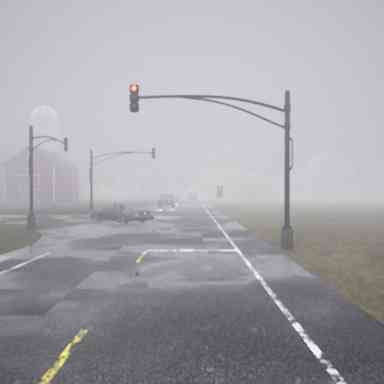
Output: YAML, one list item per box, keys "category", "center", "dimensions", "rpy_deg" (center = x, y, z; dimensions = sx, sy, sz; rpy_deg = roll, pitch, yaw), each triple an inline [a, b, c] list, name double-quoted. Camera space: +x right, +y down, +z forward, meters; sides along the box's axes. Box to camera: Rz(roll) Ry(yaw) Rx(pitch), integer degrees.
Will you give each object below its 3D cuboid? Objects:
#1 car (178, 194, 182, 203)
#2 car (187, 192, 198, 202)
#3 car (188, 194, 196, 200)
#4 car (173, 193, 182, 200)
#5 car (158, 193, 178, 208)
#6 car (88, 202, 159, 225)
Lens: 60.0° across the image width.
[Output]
- category: "car"
  center: [-3.516, 1.459, 63.257]
  dimensions: [1.994, 1.385, 4.181]
  rpy_deg: [0, 0, 0]
- category: "car"
  center: [0.046, 1.084, 74.874]
  dimensions: [2.150, 2.045, 5.566]
  rpy_deg: [0, 0, 0]
- category: "car"
  center: [0.053, 1.306, 85.263]
  dimensions: [1.994, 1.385, 4.181]
  rpy_deg: [0, 0, 0]
- category: "car"
  center: [-3.451, 1.103, 79.105]
  dimensions: [1.882, 1.535, 5.008]
  rpy_deg: [0, 0, 0]
- category: "car"
  center: [-3.562, 1.152, 47.080]
  dimensions: [2.150, 2.045, 5.566]
  rpy_deg: [0, 0, 0]
- category: "car"
  center: [-5.184, 1.490, 23.924]
  dimensions: [5.357, 1.411, 2.033]
  rpy_deg: [1, 0, 38]
